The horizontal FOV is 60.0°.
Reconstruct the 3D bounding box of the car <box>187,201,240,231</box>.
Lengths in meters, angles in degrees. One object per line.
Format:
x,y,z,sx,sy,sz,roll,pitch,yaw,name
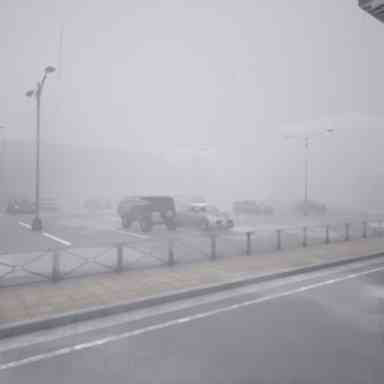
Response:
0.699,1.488,20.041,1.970,1.475,3.806,1,0,-36,car

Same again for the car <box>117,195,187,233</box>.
-2.341,1.169,18.570,1.905,1.878,3.866,1,0,-36,car

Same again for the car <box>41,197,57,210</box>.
-17.075,1.323,38.677,1.970,1.475,3.806,1,0,-36,car

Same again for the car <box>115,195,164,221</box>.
-4.343,1.223,26.858,1.932,1.855,4.605,1,0,-36,car

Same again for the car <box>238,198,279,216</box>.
6.121,1.553,33.648,2.007,1.523,4.514,1,0,-36,car

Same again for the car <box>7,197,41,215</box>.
-15.862,1.352,30.826,2.007,1.523,4.514,1,0,-36,car

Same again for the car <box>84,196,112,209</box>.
-12.091,1.311,42.733,2.152,1.636,5.027,1,0,-36,car

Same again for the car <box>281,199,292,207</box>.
17.376,1.867,55.477,1.970,1.475,3.806,1,0,-36,car

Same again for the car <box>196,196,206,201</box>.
0.326,1.418,52.349,1.932,1.855,4.605,1,0,-36,car

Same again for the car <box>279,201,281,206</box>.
15.391,1.887,63.224,1.845,1.501,3.633,1,0,-36,car

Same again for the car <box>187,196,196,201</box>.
-1.773,1.367,50.298,1.905,1.878,3.866,1,0,-36,car

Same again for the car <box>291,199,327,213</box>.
14.204,1.679,39.522,1.845,1.501,3.633,1,0,-36,car
